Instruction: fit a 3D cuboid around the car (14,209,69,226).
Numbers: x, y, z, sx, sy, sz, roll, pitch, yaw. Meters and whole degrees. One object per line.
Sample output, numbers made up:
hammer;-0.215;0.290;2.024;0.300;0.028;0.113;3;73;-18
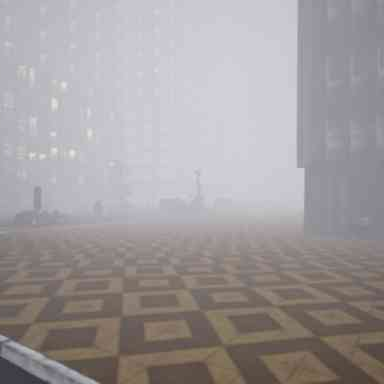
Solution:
car;-12.583;2.079;28.112;2.008;1.369;4.403;0;-1;35

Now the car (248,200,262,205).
car;15.861;2.651;83.925;1.947;1.339;4.313;0;-1;35

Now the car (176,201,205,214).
car;0.195;2.320;46.714;1.947;1.339;4.313;0;-1;35

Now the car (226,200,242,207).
car;9.421;2.557;74.662;1.802;1.307;4.206;0;-1;35

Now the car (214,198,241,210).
car;6.020;2.090;59.786;2.150;2.045;5.566;0;0;35

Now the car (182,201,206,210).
car;0.381;2.326;56.943;1.812;1.442;4.674;0;0;35

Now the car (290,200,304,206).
car;25.964;2.763;83.775;1.947;1.339;4.313;0;-1;35

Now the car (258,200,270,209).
car;13.079;2.558;65.244;1.802;1.307;4.206;0;-1;35

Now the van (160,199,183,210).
van;-3.461;2.094;56.139;1.690;1.788;3.998;0;-1;35

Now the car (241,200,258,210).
car;9.859;2.487;60.612;1.947;1.339;4.313;0;-1;35

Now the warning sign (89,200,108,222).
warning sign;-8.458;1.699;30.070;1.300;1.860;1.060;1;1;35

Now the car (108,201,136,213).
car;-9.901;2.081;46.875;1.967;1.590;4.097;0;-1;35

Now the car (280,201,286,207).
car;19.522;2.653;74.509;1.947;1.339;4.313;0;-1;35

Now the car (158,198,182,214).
car;-2.475;1.944;47.568;2.150;2.045;5.566;0;0;35

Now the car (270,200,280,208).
car;16.301;2.472;69.878;1.967;1.590;4.097;0;-1;35
